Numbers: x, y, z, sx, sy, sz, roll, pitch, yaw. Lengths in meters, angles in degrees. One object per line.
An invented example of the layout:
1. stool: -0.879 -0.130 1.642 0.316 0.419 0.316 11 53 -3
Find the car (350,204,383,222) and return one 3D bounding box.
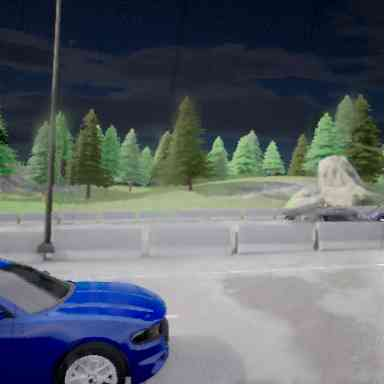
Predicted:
1. car: 14.794 1.681 24.974 4.553 1.767 2.097 -1 -1 -9

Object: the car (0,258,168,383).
1. car: -2.800 1.596 4.131 5.008 1.535 1.882 0 -1 -9

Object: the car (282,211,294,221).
1. car: 11.002 2.024 31.439 4.892 1.490 1.837 -1 -1 -9

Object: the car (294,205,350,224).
1. car: 11.583 1.933 27.990 4.902 1.511 2.128 -1 -1 -9
